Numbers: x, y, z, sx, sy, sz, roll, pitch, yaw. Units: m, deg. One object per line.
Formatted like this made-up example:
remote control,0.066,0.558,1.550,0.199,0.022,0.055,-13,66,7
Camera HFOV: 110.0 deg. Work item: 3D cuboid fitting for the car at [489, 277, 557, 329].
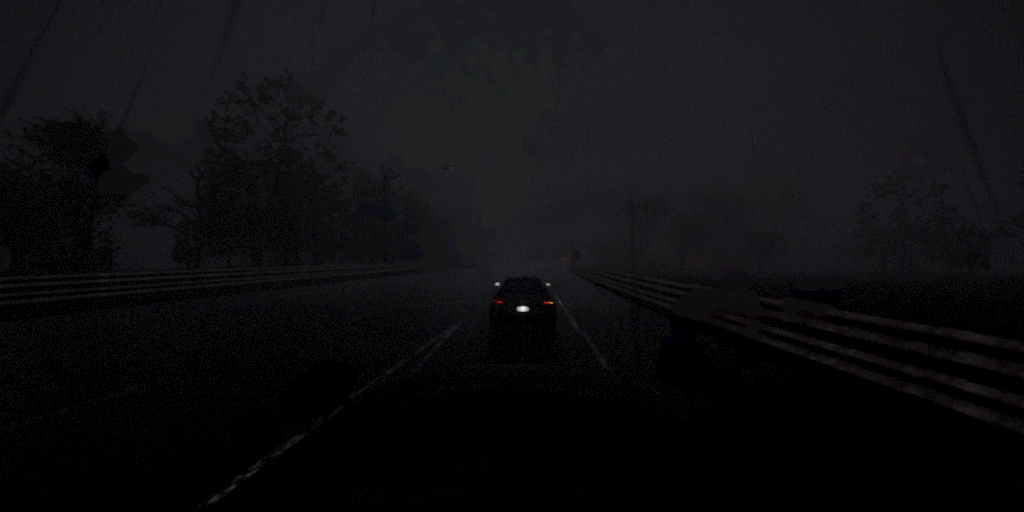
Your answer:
car,0.356,1.365,11.860,1.994,1.385,4.181,0,2,2
